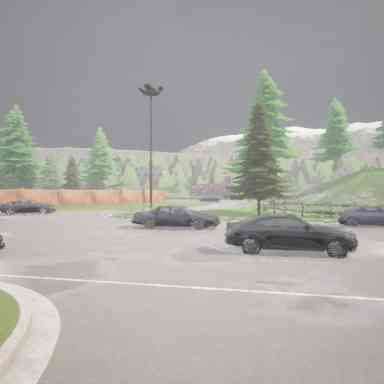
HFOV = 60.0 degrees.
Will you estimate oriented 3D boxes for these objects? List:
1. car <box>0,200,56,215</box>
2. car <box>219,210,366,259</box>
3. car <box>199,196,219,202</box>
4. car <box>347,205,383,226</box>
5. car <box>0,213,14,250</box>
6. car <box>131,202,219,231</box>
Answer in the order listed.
[{"bbox_3d":[-15.891,1.492,32.349,4.902,1.511,2.128,0,0,-14],"label":"car"},{"bbox_3d":[3.540,1.525,12.321,4.674,1.442,1.812,0,0,12],"label":"car"},{"bbox_3d":[3.471,1.476,69.793,1.882,1.535,5.008,0,0,-39],"label":"car"},{"bbox_3d":[11.568,1.563,21.302,4.181,1.385,1.994,0,0,12],"label":"car"},{"bbox_3d":[-9.328,1.548,11.575,5.357,1.411,2.033,0,0,12],"label":"car"},{"bbox_3d":[-1.015,1.547,20.494,5.357,1.411,2.033,0,0,12],"label":"car"}]
